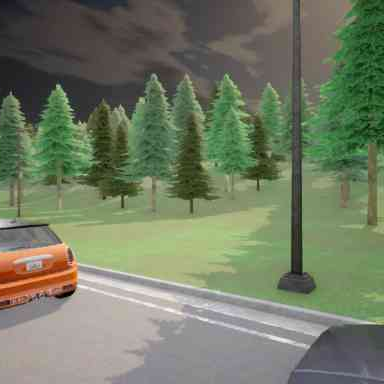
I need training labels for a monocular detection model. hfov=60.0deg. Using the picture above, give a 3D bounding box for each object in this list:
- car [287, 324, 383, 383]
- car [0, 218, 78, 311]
[{"bbox_3d":[3.213,1.547,1.702,5.357,1.411,2.033,0,0,36],"label":"car"},{"bbox_3d":[-4.586,1.352,7.265,4.553,1.767,2.097,0,0,36],"label":"car"}]
